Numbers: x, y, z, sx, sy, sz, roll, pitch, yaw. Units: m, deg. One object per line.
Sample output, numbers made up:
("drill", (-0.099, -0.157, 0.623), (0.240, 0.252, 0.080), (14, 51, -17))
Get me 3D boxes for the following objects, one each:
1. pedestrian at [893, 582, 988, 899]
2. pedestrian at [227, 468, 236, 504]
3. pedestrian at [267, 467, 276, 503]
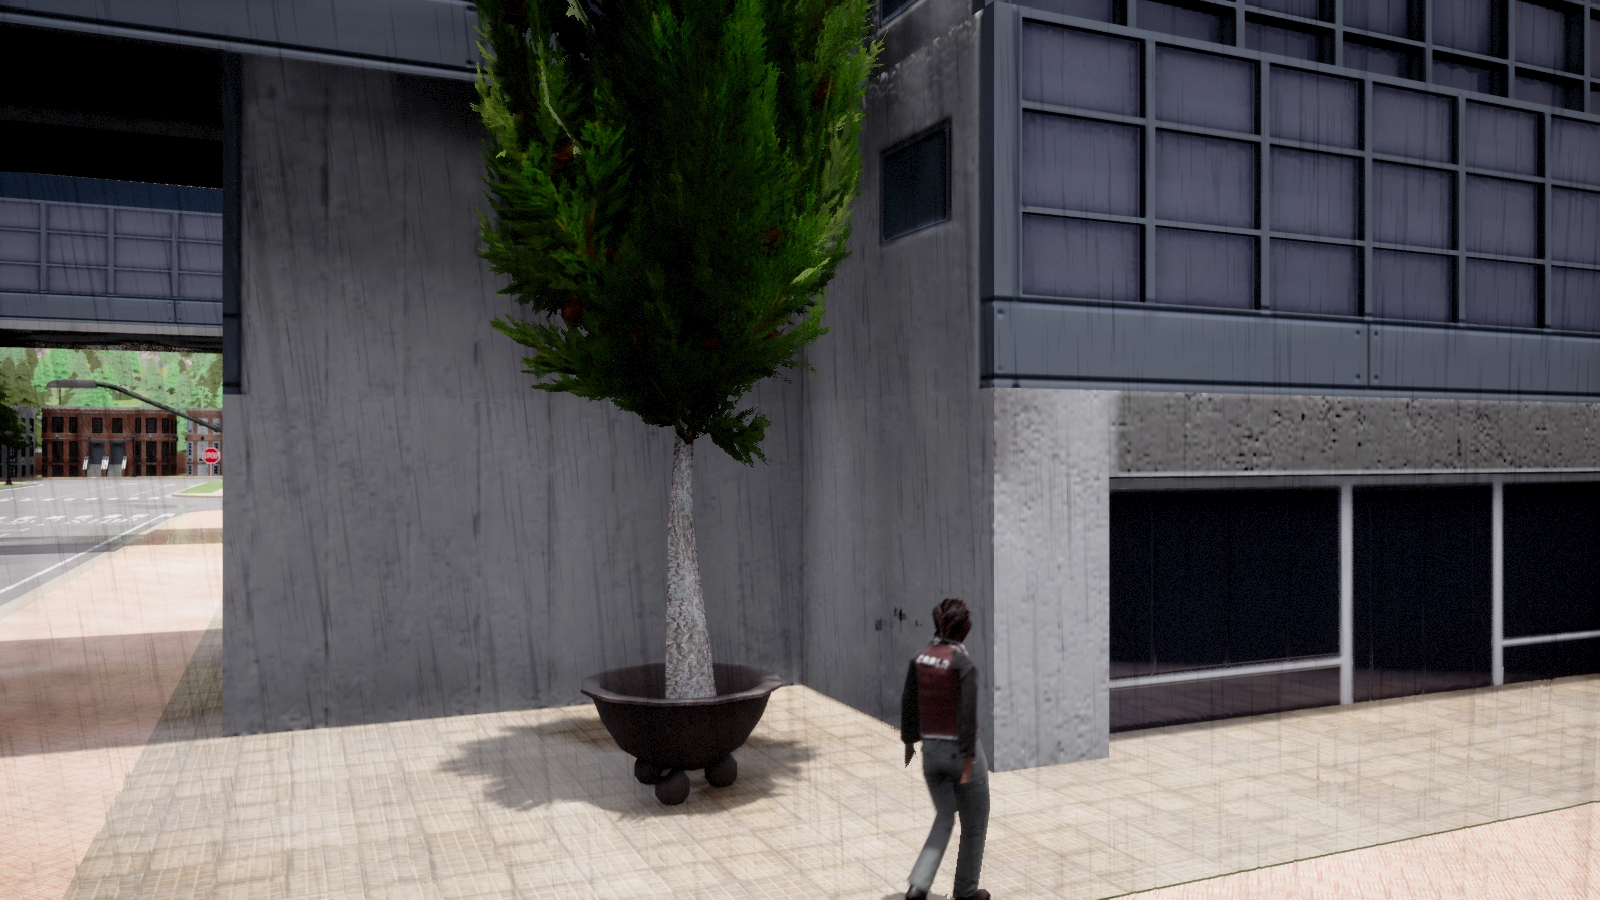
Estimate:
("pedestrian", (0.786, 1.698, 6.382), (0.375, 1.860, 0.375), (0, 0, 43))
("pedestrian", (-29.328, 1.849, 58.960), (0.375, 1.860, 0.375), (0, 0, -23))
("pedestrian", (-27.831, 1.848, 60.202), (0.375, 1.860, 0.375), (0, 0, -12))
